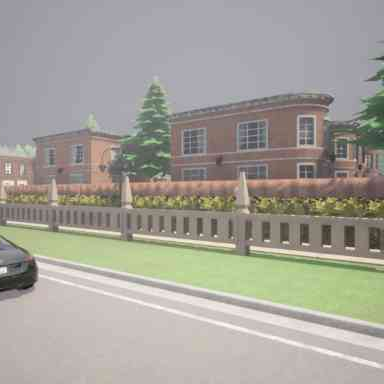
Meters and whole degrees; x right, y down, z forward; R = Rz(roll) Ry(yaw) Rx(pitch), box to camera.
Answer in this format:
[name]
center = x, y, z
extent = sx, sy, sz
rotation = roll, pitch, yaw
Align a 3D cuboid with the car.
[car]
center = -5.506, 1.564, 7.877
extent = 4.181, 1.385, 1.994
rotation = 0, 0, 36
